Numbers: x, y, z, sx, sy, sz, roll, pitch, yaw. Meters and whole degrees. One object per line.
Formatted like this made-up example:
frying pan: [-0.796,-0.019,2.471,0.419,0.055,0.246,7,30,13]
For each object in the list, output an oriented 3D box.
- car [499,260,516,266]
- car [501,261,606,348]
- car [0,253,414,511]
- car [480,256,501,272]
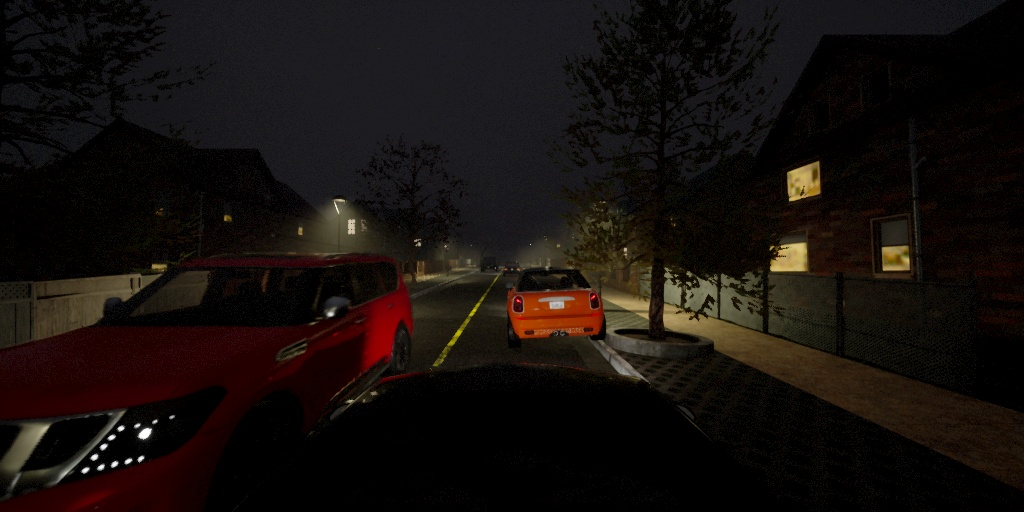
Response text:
car: [0.021,1.357,37.462,2.033,1.411,5.357,0,0,0]
car: [0.911,1.060,9.443,2.097,1.767,4.553,-3,-1,0]
car: [-2.854,0.974,4.384,2.150,2.045,5.566,0,0,0]
car: [-2.917,1.056,46.961,2.150,2.045,5.566,0,0,0]
